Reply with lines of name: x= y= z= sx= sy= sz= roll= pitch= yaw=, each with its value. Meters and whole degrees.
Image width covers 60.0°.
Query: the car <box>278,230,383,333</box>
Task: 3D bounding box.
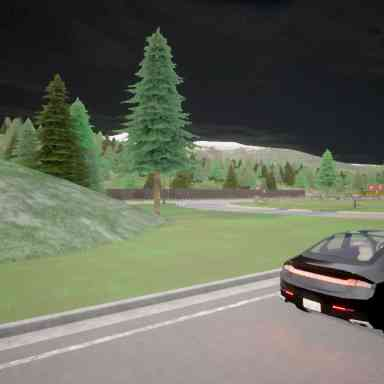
car: x=3.780 y=1.492 z=6.424 sx=4.902 sy=1.511 sz=2.128 roll=0 pitch=0 yaw=-35
